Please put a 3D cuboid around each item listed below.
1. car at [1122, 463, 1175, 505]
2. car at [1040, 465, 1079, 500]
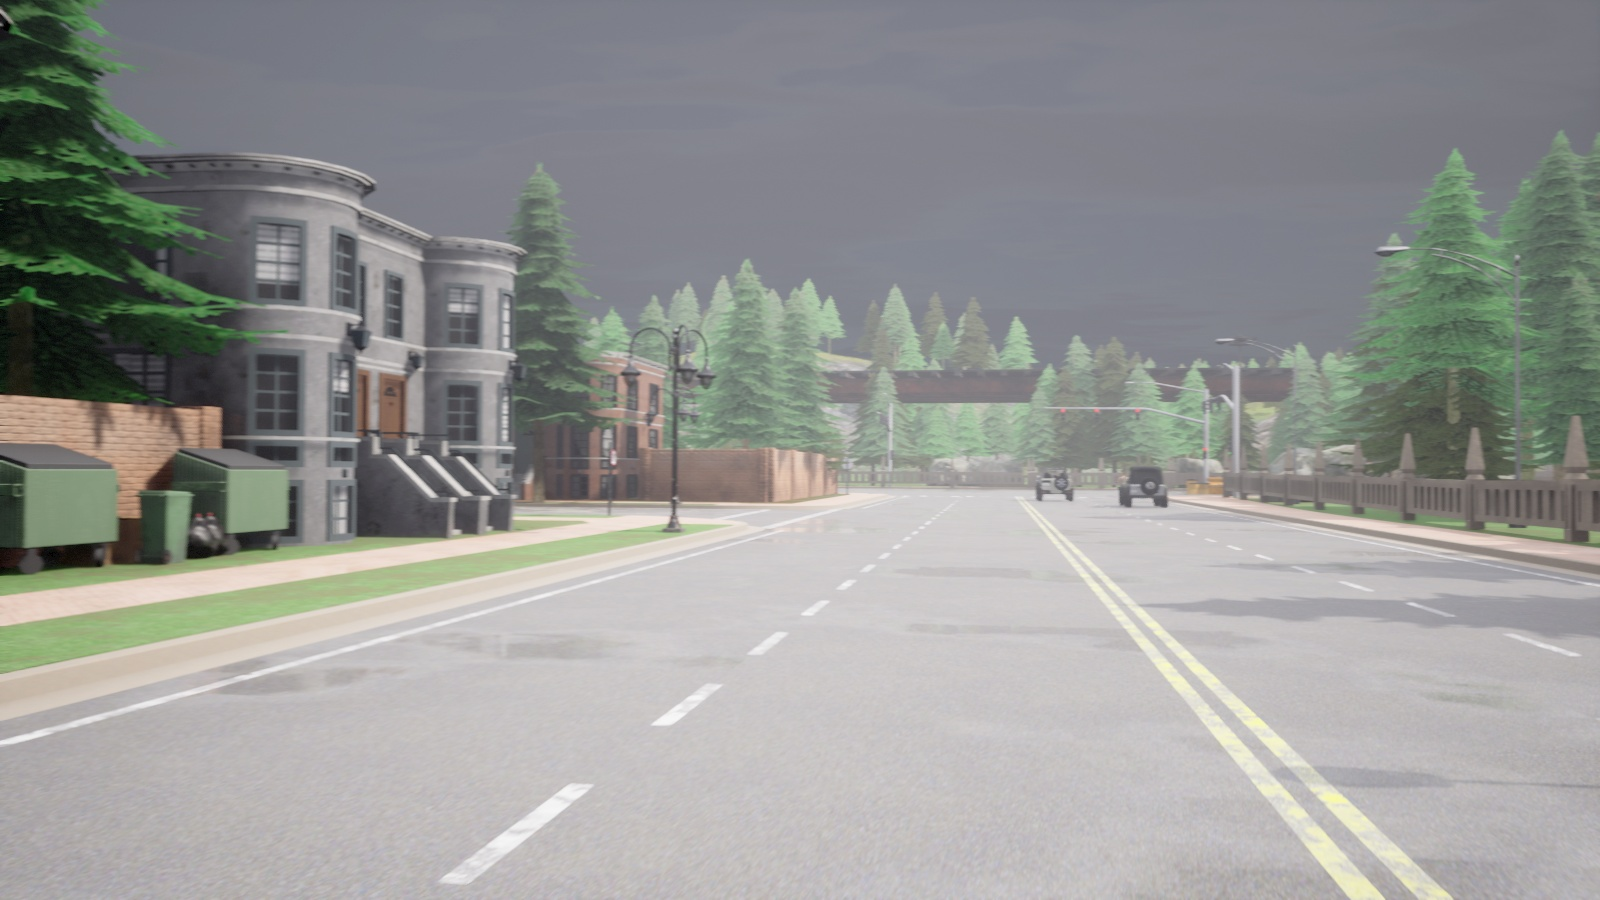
[{"bbox_3d":[16.011,1.545,57.886,1.905,1.878,3.866,0,-1,9],"label":"car"},{"bbox_3d":[14.267,1.761,69.215,1.932,1.855,4.605,0,-1,9],"label":"car"}]
